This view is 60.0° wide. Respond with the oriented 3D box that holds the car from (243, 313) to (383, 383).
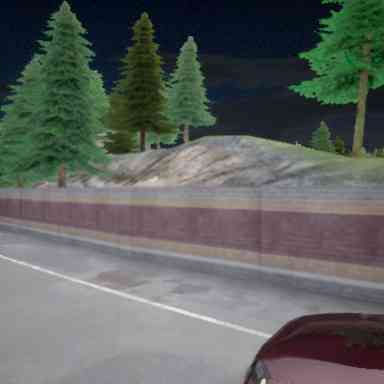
[{"bbox_3d":[2.451,1.575,2.334,4.181,1.385,1.994,0,0,35],"label":"car"}]
